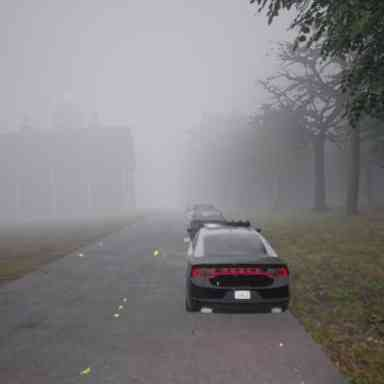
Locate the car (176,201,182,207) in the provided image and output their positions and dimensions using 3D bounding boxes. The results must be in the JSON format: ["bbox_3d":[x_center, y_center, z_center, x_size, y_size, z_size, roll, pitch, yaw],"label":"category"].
[{"bbox_3d":[-2.797,2.933,81.938,1.994,1.385,4.181,0,-2,0],"label":"car"}]

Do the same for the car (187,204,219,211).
[{"bbox_3d":[0.814,1.650,17.882,1.882,1.535,5.008,0,-1,0],"label":"car"}]

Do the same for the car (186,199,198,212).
[{"bbox_3d":[0.810,1.604,23.856,2.097,1.767,4.553,0,-1,0],"label":"car"}]

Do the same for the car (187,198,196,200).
[{"bbox_3d":[-0.035,2.090,61.906,2.150,2.045,5.566,0,-1,0],"label":"car"}]

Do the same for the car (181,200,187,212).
[{"bbox_3d":[0.001,2.124,45.250,2.033,1.411,5.357,0,-1,0],"label":"car"}]

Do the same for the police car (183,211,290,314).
[{"bbox_3d":[0.820,1.490,7.990,1.930,1.638,5.238,0,-1,0],"label":"police car"}]
